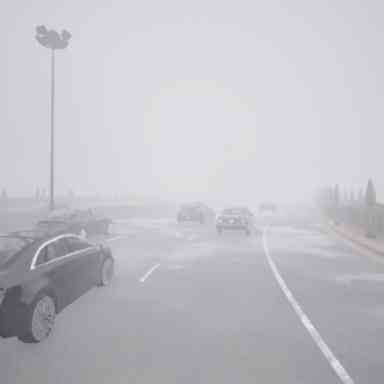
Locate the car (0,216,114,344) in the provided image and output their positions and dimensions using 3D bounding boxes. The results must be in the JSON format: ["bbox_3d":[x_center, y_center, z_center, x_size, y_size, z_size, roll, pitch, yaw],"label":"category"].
[{"bbox_3d":[-2.989,1.477,6.401,2.128,1.511,4.902,0,0,5],"label":"car"}]

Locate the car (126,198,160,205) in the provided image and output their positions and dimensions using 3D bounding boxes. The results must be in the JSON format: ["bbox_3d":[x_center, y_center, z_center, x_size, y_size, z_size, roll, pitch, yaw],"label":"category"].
[{"bbox_3d":[-6.002,1.517,39.233,1.882,1.535,5.008,0,0,19],"label":"car"}]

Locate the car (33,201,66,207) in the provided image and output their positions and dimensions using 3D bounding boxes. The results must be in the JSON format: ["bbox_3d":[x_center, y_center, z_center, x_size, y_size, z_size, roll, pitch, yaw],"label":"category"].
[{"bbox_3d":[-12.776,1.509,29.874,1.812,1.442,4.674,0,0,17],"label":"car"}]

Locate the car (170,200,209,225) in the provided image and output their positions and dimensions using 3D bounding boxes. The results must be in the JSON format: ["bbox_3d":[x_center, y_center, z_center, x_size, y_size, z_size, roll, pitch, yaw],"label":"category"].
[{"bbox_3d":[0.364,1.510,24.195,2.128,1.511,4.902,0,0,16],"label":"car"}]

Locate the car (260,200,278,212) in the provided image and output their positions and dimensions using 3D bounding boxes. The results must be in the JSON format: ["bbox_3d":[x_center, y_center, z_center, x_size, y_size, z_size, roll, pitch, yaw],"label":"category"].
[{"bbox_3d":[9.156,1.628,39.779,1.812,1.442,4.674,0,0,19],"label":"car"}]

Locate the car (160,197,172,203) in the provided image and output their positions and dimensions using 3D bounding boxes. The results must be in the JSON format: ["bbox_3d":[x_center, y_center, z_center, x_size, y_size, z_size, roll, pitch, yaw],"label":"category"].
[{"bbox_3d":[-5.188,1.711,63.136,1.994,1.385,4.181,0,0,19],"label":"car"}]

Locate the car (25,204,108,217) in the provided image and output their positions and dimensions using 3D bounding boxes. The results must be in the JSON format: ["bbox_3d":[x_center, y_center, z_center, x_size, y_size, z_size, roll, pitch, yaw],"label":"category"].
[{"bbox_3d":[-5.284,1.487,15.574,1.837,1.490,4.892,0,0,10],"label":"car"}]

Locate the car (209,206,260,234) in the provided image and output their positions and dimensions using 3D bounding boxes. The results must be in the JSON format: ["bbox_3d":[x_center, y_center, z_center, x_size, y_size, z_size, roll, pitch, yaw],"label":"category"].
[{"bbox_3d":[2.643,1.566,19.545,2.033,1.411,5.357,0,0,14],"label":"car"}]
